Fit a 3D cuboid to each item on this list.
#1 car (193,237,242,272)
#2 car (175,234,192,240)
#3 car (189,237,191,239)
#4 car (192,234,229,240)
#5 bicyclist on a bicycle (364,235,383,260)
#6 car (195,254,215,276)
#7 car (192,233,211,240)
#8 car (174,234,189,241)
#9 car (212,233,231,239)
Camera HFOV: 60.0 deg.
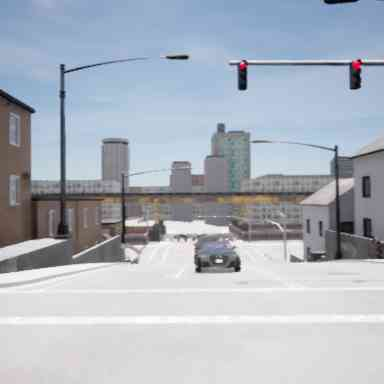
[{"bbox_3d":[1.195,3.086,16.113,1.994,1.385,4.181,-1,-10,1],"label":"car"},{"bbox_3d":[-2.254,11.534,85.457,4.536,1.218,1.853,-2,-2,44],"label":"car"},{"bbox_3d":[2.393,11.625,85.390,4.974,1.542,2.038,0,-2,-36],"label":"car"},{"bbox_3d":[1.302,4.505,25.582,2.150,2.045,5.566,-1,-13,0],"label":"car"},{"bbox_3d":[12.256,3.701,22.171,1.656,1.620,0.582,-1,-9,1],"label":"bicyclist on a bicycle"},{"bbox_3d":[1.316,7.849,35.293,1.837,1.490,4.892,-1,-22,0],"label":"car"},{"bbox_3d":[2.433,11.467,85.424,4.536,1.218,1.853,0,-2,-36],"label":"car"},{"bbox_3d":[-2.214,11.690,85.417,4.974,1.542,2.038,-2,-2,44],"label":"car"},{"bbox_3d":[7.718,11.412,86.163,4.536,1.218,1.853,-2,-2,29],"label":"car"}]
